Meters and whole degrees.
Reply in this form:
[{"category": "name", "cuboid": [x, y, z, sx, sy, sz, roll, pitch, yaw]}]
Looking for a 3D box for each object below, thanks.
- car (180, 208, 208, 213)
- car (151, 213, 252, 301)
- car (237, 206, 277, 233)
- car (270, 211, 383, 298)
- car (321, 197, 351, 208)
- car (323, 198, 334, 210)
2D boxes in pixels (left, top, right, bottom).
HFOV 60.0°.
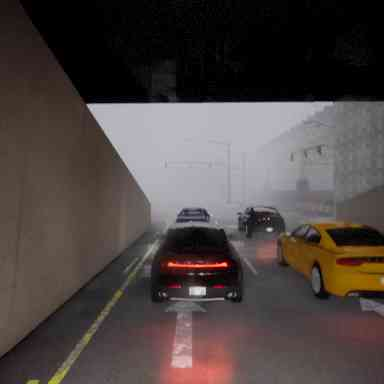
[{"category": "car", "cuboid": [0.102, 1.546, 18.050, 2.033, 1.411, 5.357, 0, 0, 3]}, {"category": "car", "cuboid": [0.106, 1.504, 8.304, 1.837, 1.490, 4.892, 0, 0, 0]}, {"category": "car", "cuboid": [3.631, 1.504, 17.934, 1.837, 1.490, 4.892, 0, 0, 0]}, {"category": "car", "cuboid": [3.599, 1.477, 8.559, 1.882, 1.535, 5.008, 0, 0, 0]}, {"category": "car", "cuboid": [17.653, 1.292, 40.633, 4.536, 1.218, 1.853, 0, 0, -45]}, {"category": "car", "cuboid": [17.616, 1.450, 40.596, 4.974, 1.542, 2.038, 0, 0, -45]}]
